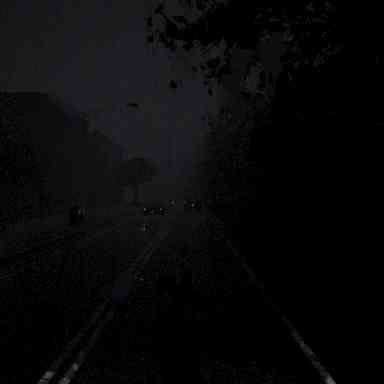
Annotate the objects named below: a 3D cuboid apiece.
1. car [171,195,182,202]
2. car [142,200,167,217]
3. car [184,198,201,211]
[{"bbox_3d":[-3.250,1.377,71.090,1.812,1.442,4.674,0,0,0],"label":"car"},{"bbox_3d":[-3.355,1.444,30.392,1.812,1.442,4.674,0,0,0],"label":"car"},{"bbox_3d":[0.092,1.455,39.929,1.994,1.385,4.181,0,0,0],"label":"car"}]
